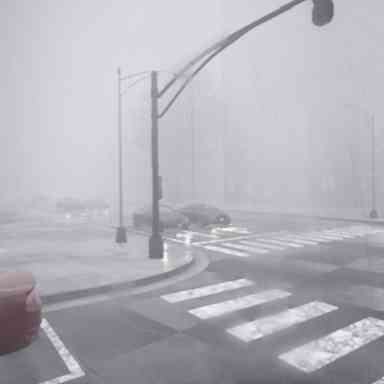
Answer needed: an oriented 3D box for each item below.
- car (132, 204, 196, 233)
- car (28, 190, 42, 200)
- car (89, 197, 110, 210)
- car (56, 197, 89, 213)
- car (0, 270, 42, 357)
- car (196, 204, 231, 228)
[{"bbox_3d":[-1.995,1.472,19.810,1.812,1.442,4.674,-1,2,-35],"label":"car"},{"bbox_3d":[-22.019,0.862,47.992,2.033,1.411,5.357,-1,1,-36],"label":"car"},{"bbox_3d":[-10.960,1.304,37.961,1.994,1.385,4.181,-1,1,-35],"label":"car"},{"bbox_3d":[-12.908,1.272,35.093,1.882,1.535,5.008,-1,1,-35],"label":"car"},{"bbox_3d":[-4.144,1.544,3.702,4.507,1.381,1.887,0,-1,-36],"label":"car"},{"bbox_3d":[0.642,1.464,21.711,1.994,1.385,4.181,-1,1,-36],"label":"car"}]
